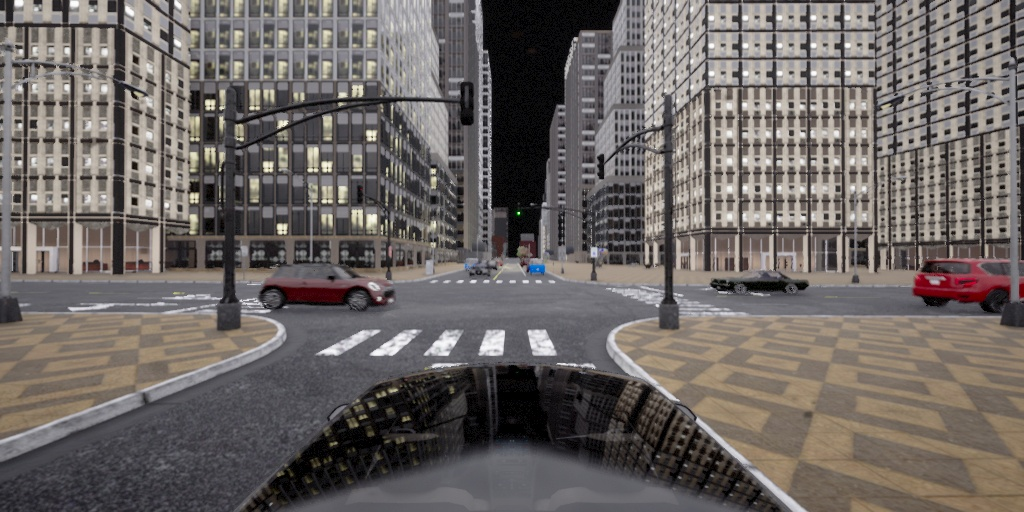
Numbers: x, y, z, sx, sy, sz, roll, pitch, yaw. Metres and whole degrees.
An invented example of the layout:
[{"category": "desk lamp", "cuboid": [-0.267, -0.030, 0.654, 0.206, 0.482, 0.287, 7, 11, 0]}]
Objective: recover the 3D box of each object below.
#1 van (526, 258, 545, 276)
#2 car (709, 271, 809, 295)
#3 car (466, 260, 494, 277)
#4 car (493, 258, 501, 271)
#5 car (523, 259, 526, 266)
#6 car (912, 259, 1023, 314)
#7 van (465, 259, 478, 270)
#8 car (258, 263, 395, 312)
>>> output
[{"category": "van", "cuboid": [2.729, 1.211, 39.841, 1.690, 1.789, 3.998, 0, 0, 0]}, {"category": "car", "cuboid": [14.149, 1.533, 20.760, 4.718, 1.301, 1.895, 0, 0, -1]}, {"category": "car", "cuboid": [-3.188, 1.421, 36.425, 1.994, 1.385, 4.181, 0, 0, 0]}, {"category": "car", "cuboid": [-3.101, 1.387, 52.554, 1.882, 1.535, 5.008, 0, 0, 0]}, {"category": "car", "cuboid": [2.667, 1.432, 45.380, 1.888, 1.381, 4.507, 0, 0, 0]}, {"category": "car", "cuboid": [19.437, 1.147, 14.267, 5.566, 2.045, 2.150, 0, 0, -1]}, {"category": "van", "cuboid": [-5.708, 1.245, 50.958, 1.690, 1.789, 3.998, 0, 0, 0]}, {"category": "car", "cuboid": [-6.897, 1.085, 13.750, 4.553, 1.767, 2.097, 1, -1, -1]}]
